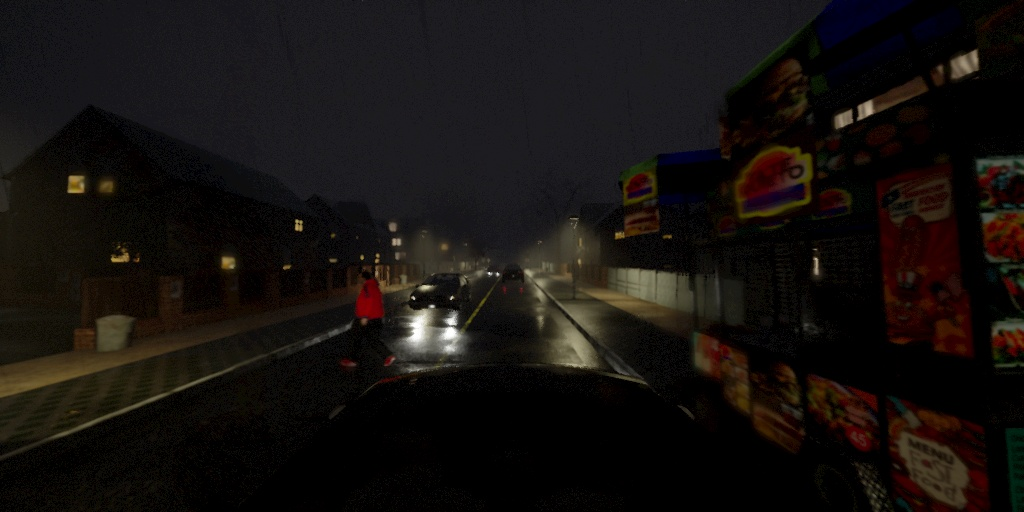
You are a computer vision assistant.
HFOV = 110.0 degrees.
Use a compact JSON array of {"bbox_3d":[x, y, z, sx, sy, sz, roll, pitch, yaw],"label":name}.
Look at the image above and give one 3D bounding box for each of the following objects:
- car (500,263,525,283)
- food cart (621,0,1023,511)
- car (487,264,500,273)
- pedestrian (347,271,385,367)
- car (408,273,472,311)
[{"bbox_3d":[0.123,1.531,32.353,1.882,1.535,5.008,0,0,0],"label":"car"},{"bbox_3d":[3.012,0.234,3.677,2.280,3.560,4.660,0,0,0],"label":"food cart"},{"bbox_3d":[-2.786,1.868,55.720,1.994,1.385,4.181,0,-1,0],"label":"car"},{"bbox_3d":[-2.655,1.090,6.564,0.375,1.860,0.375,2,-2,0],"label":"pedestrian"},{"bbox_3d":[-2.838,1.428,15.385,2.033,1.411,5.357,0,-1,0],"label":"car"}]
